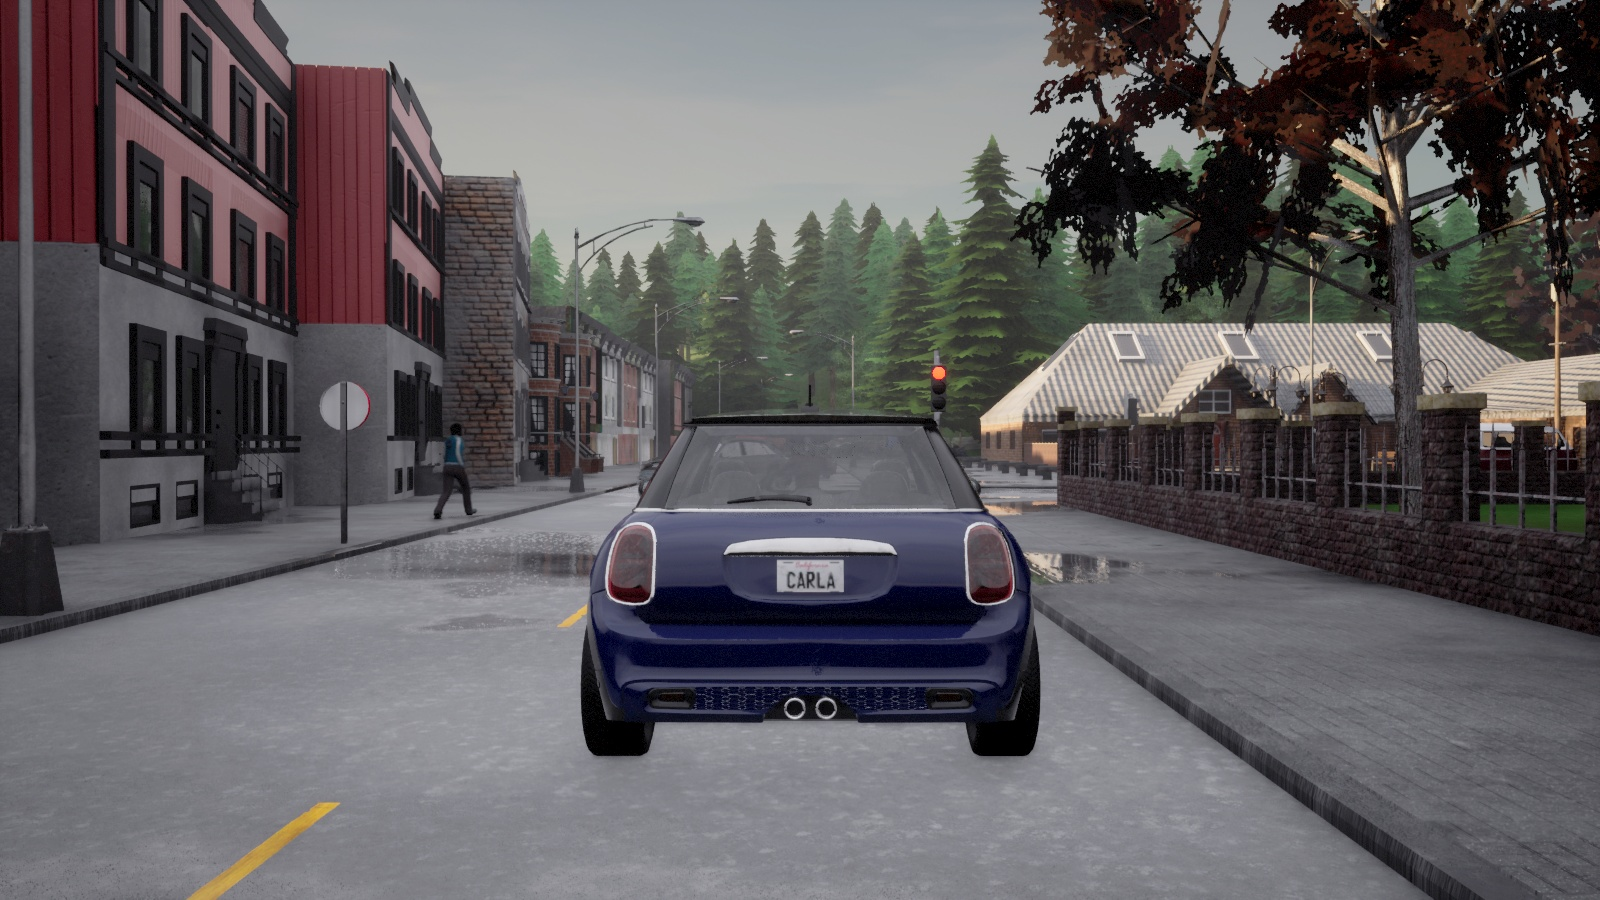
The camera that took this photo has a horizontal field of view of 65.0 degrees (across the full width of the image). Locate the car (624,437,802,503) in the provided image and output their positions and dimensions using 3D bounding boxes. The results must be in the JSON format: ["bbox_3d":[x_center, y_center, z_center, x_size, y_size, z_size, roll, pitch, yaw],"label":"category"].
[{"bbox_3d":[-2.259,0.483,33.887,2.033,1.649,4.856,0,0,39],"label":"car"}]

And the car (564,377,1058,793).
[{"bbox_3d":[0.057,0.562,7.614,2.097,1.767,4.553,0,0,0],"label":"car"}]

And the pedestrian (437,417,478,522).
[{"bbox_3d":[-6.395,0.359,23.465,0.396,1.930,0.692,0,0,26],"label":"pedestrian"}]

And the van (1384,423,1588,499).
[{"bbox_3d":[18.721,0.291,34.419,4.480,2.038,2.069,0,0,-1],"label":"van"}]
